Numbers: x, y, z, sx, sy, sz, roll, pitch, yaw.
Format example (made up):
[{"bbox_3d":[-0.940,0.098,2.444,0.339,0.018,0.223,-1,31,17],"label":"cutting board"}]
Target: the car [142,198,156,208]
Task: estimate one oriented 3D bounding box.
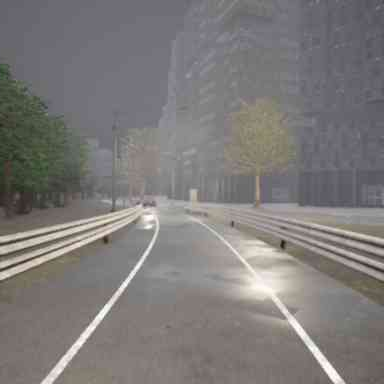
[{"bbox_3d":[-7.721,1.828,58.572,2.097,1.767,4.553,1,-1,-19],"label":"car"}]
